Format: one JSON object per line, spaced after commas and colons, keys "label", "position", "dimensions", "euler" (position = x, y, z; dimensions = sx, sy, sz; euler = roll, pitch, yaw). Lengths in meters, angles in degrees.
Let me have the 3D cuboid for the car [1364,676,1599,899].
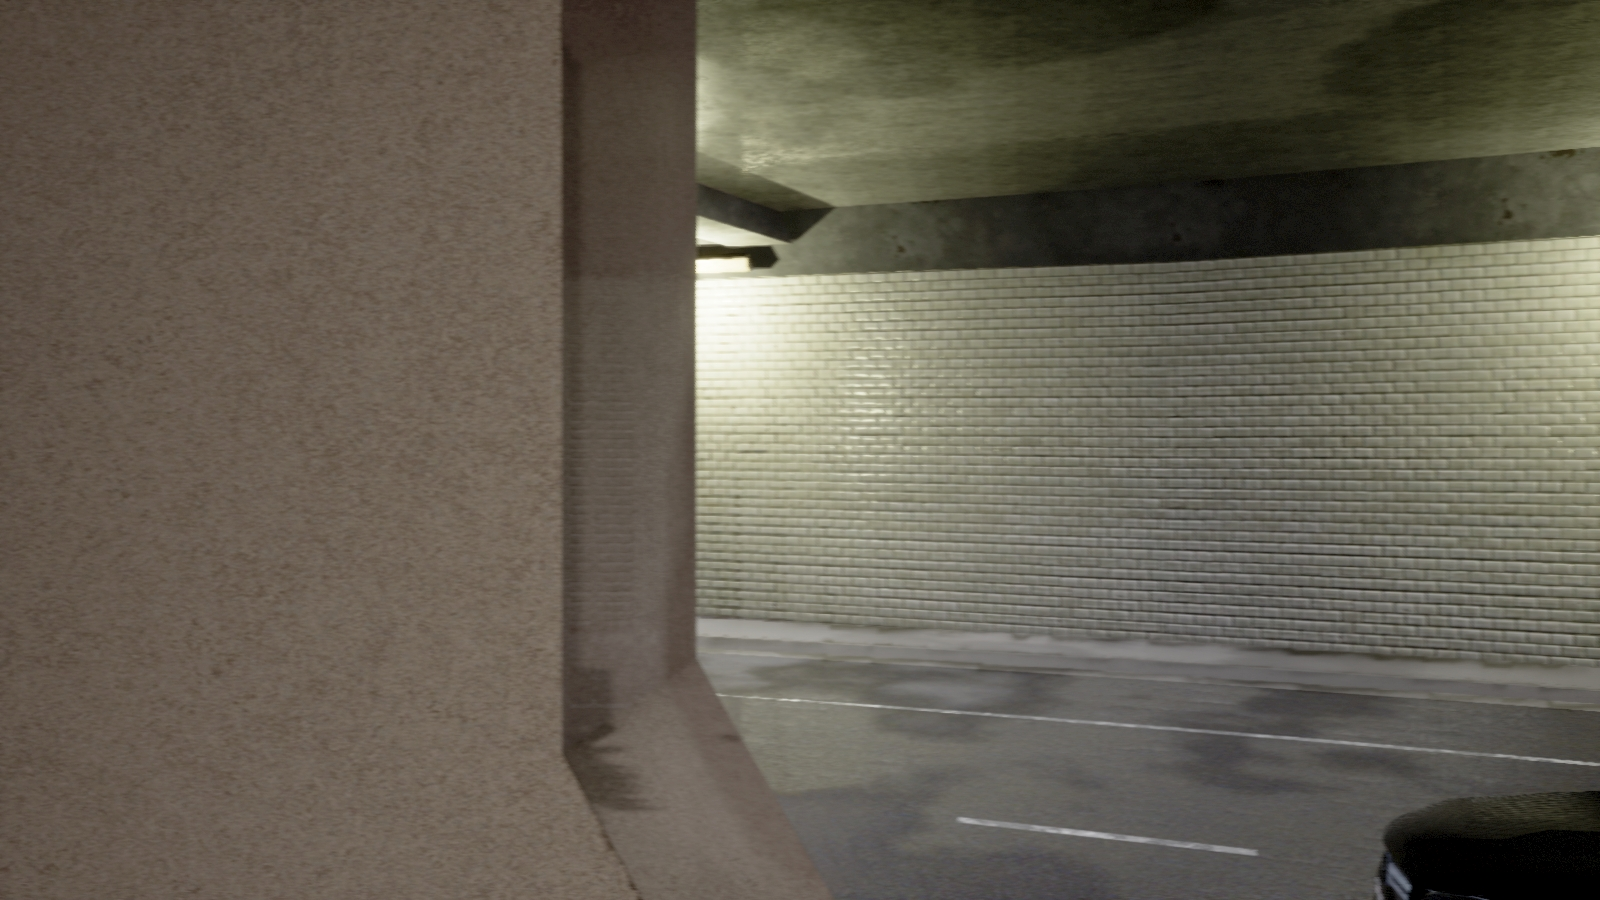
{"label": "car", "position": [5.165, 2.080, 5.048], "dimensions": [4.674, 1.442, 2.002], "euler": [0, 0, 23]}
